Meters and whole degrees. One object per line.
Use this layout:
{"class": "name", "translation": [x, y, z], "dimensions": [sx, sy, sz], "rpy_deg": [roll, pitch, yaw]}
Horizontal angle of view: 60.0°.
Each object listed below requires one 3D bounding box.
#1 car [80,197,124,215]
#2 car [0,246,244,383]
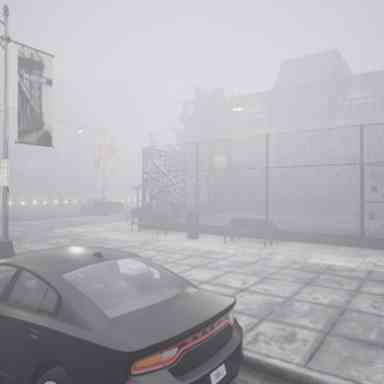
{"class": "car", "translation": [-9.214, 1.328, 34.522], "dimensions": [2.097, 1.767, 4.553], "rpy_deg": [0, 0, 34]}
{"class": "car", "translation": [-1.785, 1.476, 4.405], "dimensions": [5.008, 1.535, 2.097], "rpy_deg": [0, 0, 35]}
